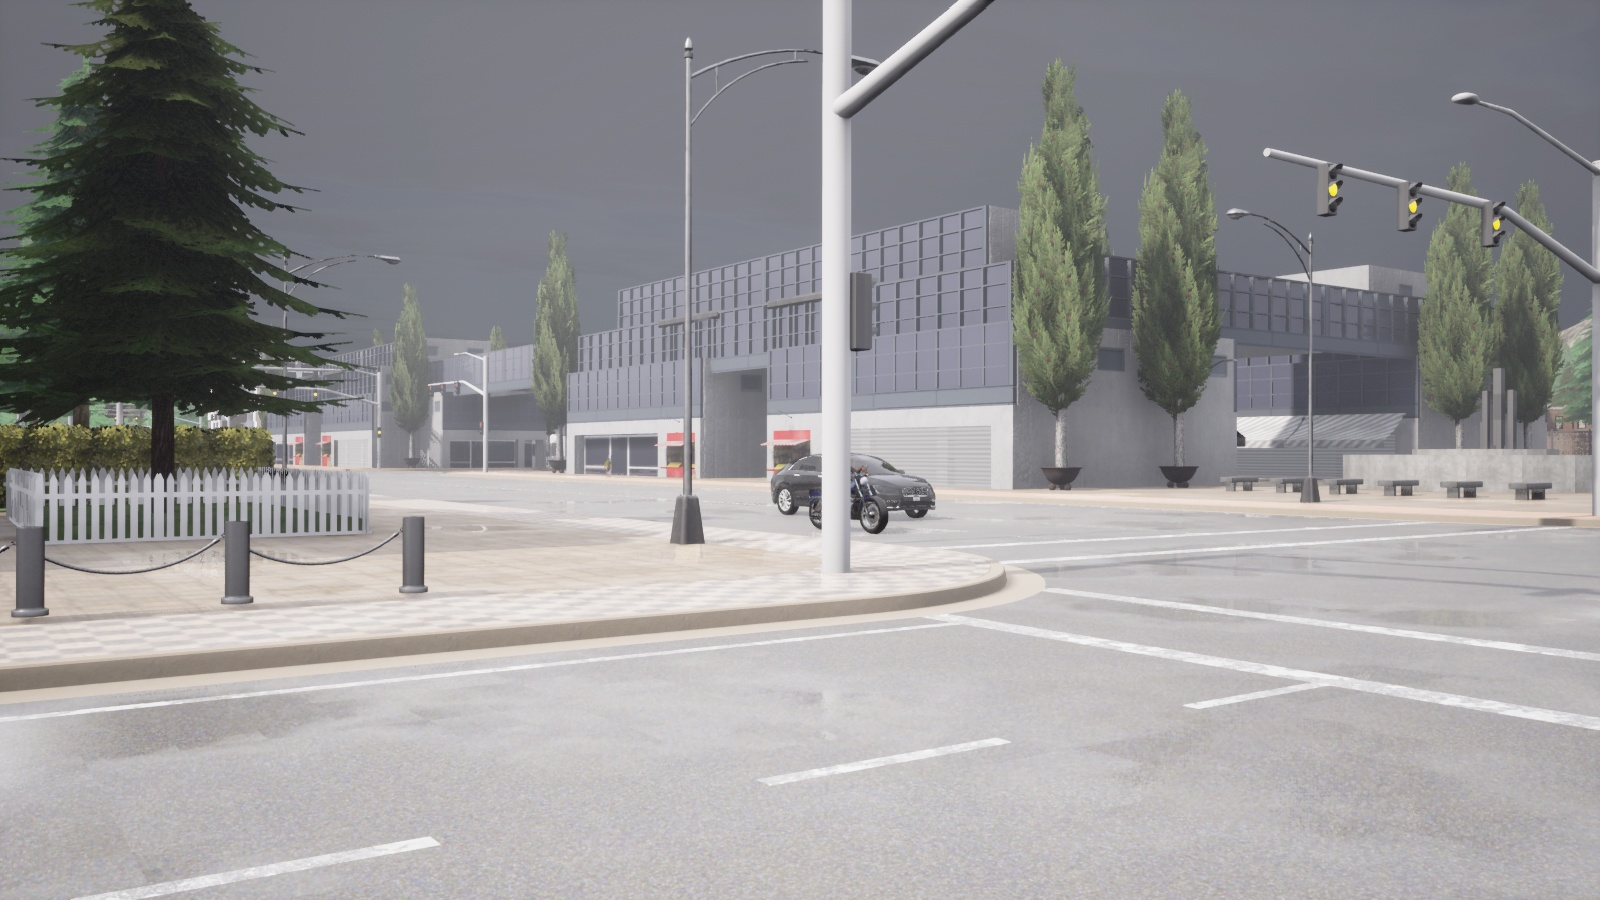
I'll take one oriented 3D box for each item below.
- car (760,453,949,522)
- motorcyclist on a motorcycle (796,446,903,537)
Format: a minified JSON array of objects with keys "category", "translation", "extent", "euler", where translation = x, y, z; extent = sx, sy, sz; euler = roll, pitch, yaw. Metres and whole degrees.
[{"category":"car","translation":[1.174,0.820,29.581],"extent":[1.837,1.490,4.892],"euler":[0,0,-35]},{"category":"motorcyclist on a motorcycle","translation":[0.901,0.752,23.853],"extent":[0.766,1.649,2.350],"euler":[0,0,-35]}]
